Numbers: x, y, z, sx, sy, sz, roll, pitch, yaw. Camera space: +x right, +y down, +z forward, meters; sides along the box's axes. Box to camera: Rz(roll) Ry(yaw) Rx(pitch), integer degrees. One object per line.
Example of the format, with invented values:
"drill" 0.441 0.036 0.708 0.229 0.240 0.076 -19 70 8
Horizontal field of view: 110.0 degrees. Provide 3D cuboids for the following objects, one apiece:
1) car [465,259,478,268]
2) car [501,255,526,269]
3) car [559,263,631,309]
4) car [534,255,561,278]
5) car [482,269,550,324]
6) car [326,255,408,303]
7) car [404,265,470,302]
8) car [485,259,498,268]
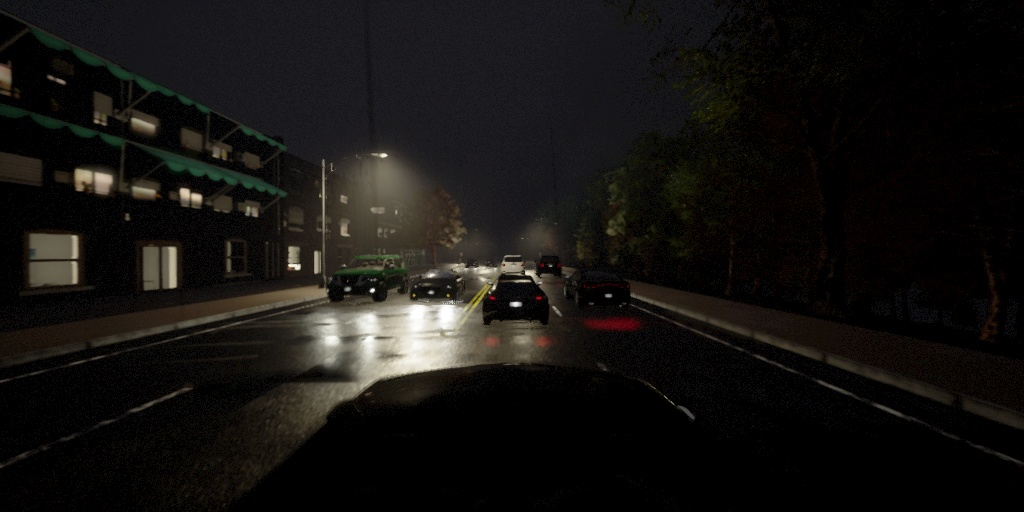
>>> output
"car" -6.692 1.245 59.998 1.837 1.490 4.892 0 0 0
"car" 0.120 0.966 33.860 2.150 2.045 5.566 0 0 0
"car" 3.359 1.225 14.929 1.882 1.535 5.008 0 0 0
"car" 3.370 0.966 33.867 2.150 2.045 5.566 0 0 0
"car" 0.107 1.312 11.977 1.994 1.385 4.181 0 0 0
"car" -6.591 0.969 17.149 2.150 2.045 5.566 0 0 0
"car" -3.340 1.312 16.784 1.994 1.385 4.181 0 0 0
"car" -3.443 1.244 60.049 1.837 1.490 4.892 0 0 0
